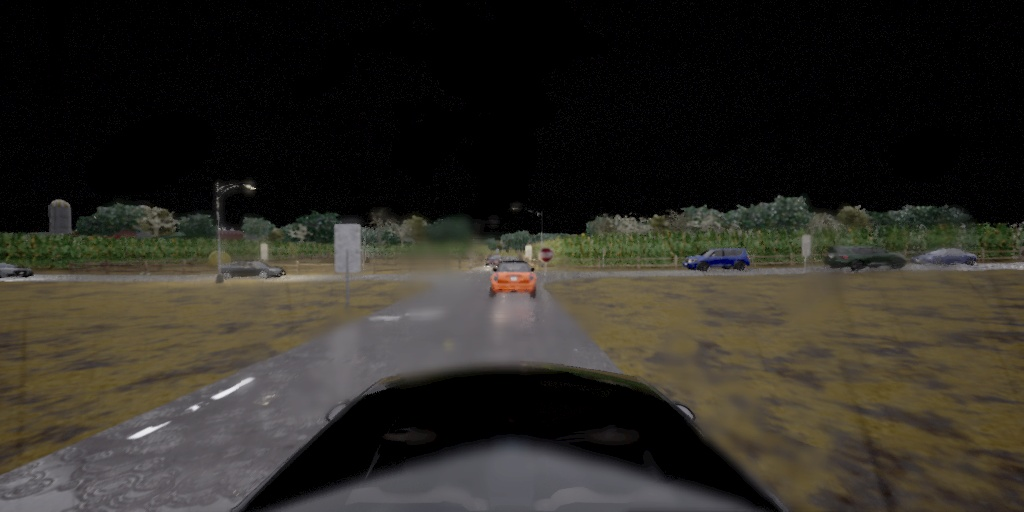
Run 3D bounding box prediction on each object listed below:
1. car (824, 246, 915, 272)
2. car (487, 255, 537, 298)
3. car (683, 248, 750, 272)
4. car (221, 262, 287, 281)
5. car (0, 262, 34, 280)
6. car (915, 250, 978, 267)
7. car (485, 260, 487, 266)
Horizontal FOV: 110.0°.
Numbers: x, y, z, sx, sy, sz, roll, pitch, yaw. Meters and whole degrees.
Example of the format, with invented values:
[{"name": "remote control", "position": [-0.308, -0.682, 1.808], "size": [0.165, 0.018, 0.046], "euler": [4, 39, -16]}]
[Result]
[{"name": "car", "position": [29.455, 0.194, 29.969], "size": [5.566, 2.045, 2.150], "euler": [-1, 2, 0]}, {"name": "car", "position": [0.089, 0.976, 17.694], "size": [2.097, 1.767, 4.553], "euler": [0, 1, 0]}, {"name": "car", "position": [18.742, 0.343, 32.935], "size": [5.566, 2.045, 2.150], "euler": [-1, 2, 0]}, {"name": "car", "position": [-21.643, 1.227, 30.102], "size": [4.892, 1.490, 1.837], "euler": [0, 2, 0]}, {"name": "car", "position": [-43.282, 1.249, 30.182], "size": [4.181, 1.385, 1.994], "euler": [1, 2, 0]}, {"name": "car", "position": [39.627, 0.189, 32.867], "size": [4.674, 1.442, 1.812], "euler": [-1, 2, 0]}, {"name": "car", "position": [-2.813, 0.798, 52.875], "size": [1.994, 1.385, 4.181], "euler": [0, 1, 0]}]
